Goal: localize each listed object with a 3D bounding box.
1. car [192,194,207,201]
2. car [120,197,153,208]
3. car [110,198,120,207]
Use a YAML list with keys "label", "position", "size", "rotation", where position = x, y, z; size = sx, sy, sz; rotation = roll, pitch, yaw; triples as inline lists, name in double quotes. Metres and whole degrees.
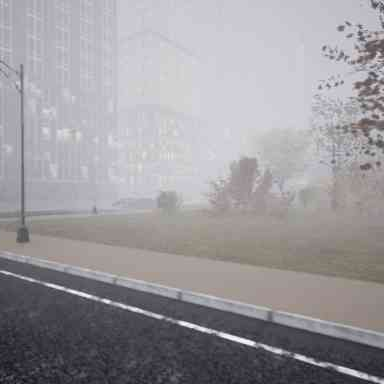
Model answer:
- label: "car"
  position: [1.907, 1.007, 60.810]
  size: [2.097, 1.767, 4.553]
  rotation: [-1, -1, 37]
- label: "car"
  position: [-7.586, 1.498, 48.363]
  size: [1.882, 1.535, 5.008]
  rotation: [-1, -1, 37]
- label: "car"
  position: [-10.184, 1.567, 50.307]
  size: [1.837, 1.490, 4.892]
  rotation: [-1, -1, 37]
